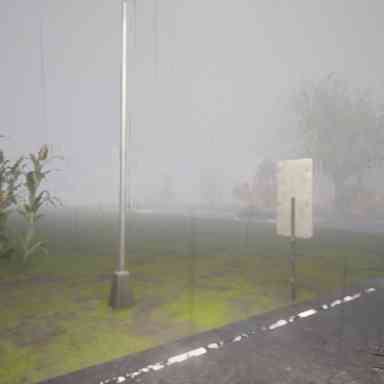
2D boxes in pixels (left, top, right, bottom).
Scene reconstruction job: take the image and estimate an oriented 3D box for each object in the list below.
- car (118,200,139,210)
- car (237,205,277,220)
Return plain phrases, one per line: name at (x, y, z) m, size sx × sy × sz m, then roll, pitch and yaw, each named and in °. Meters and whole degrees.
car at (-10.343, 2.067, 54.376) m, size 2.128 × 1.511 × 4.902 m, roll 1°, pitch -1°, yaw -37°
car at (6.472, 1.970, 32.986) m, size 1.994 × 1.385 × 4.181 m, roll 1°, pitch -1°, yaw -39°
